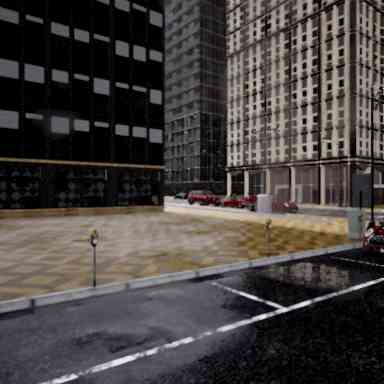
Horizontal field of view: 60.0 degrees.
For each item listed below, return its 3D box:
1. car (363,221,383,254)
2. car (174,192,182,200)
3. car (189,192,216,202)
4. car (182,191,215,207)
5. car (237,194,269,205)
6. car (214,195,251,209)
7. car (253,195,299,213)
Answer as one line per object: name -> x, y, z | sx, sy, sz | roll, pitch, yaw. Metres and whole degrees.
car -> 8.141, 1.469, 12.364 | 4.097, 1.590, 1.967 | 0, 0, -35
car -> -1.503, 0.716, 58.790 | 1.947, 1.339, 4.313 | 1, 0, -36
car -> 1.647, 0.780, 54.395 | 1.752, 1.417, 4.829 | 1, 0, -36
car -> 1.469, 0.783, 40.258 | 2.192, 1.841, 5.009 | 1, 0, -36
car -> 8.238, 1.053, 45.189 | 1.802, 1.307, 4.206 | 1, 0, -36
car -> 4.708, 1.156, 35.728 | 1.802, 1.307, 4.206 | 1, 0, -36
car -> 7.958, 1.122, 31.196 | 1.967, 1.590, 4.097 | 1, 0, -36
